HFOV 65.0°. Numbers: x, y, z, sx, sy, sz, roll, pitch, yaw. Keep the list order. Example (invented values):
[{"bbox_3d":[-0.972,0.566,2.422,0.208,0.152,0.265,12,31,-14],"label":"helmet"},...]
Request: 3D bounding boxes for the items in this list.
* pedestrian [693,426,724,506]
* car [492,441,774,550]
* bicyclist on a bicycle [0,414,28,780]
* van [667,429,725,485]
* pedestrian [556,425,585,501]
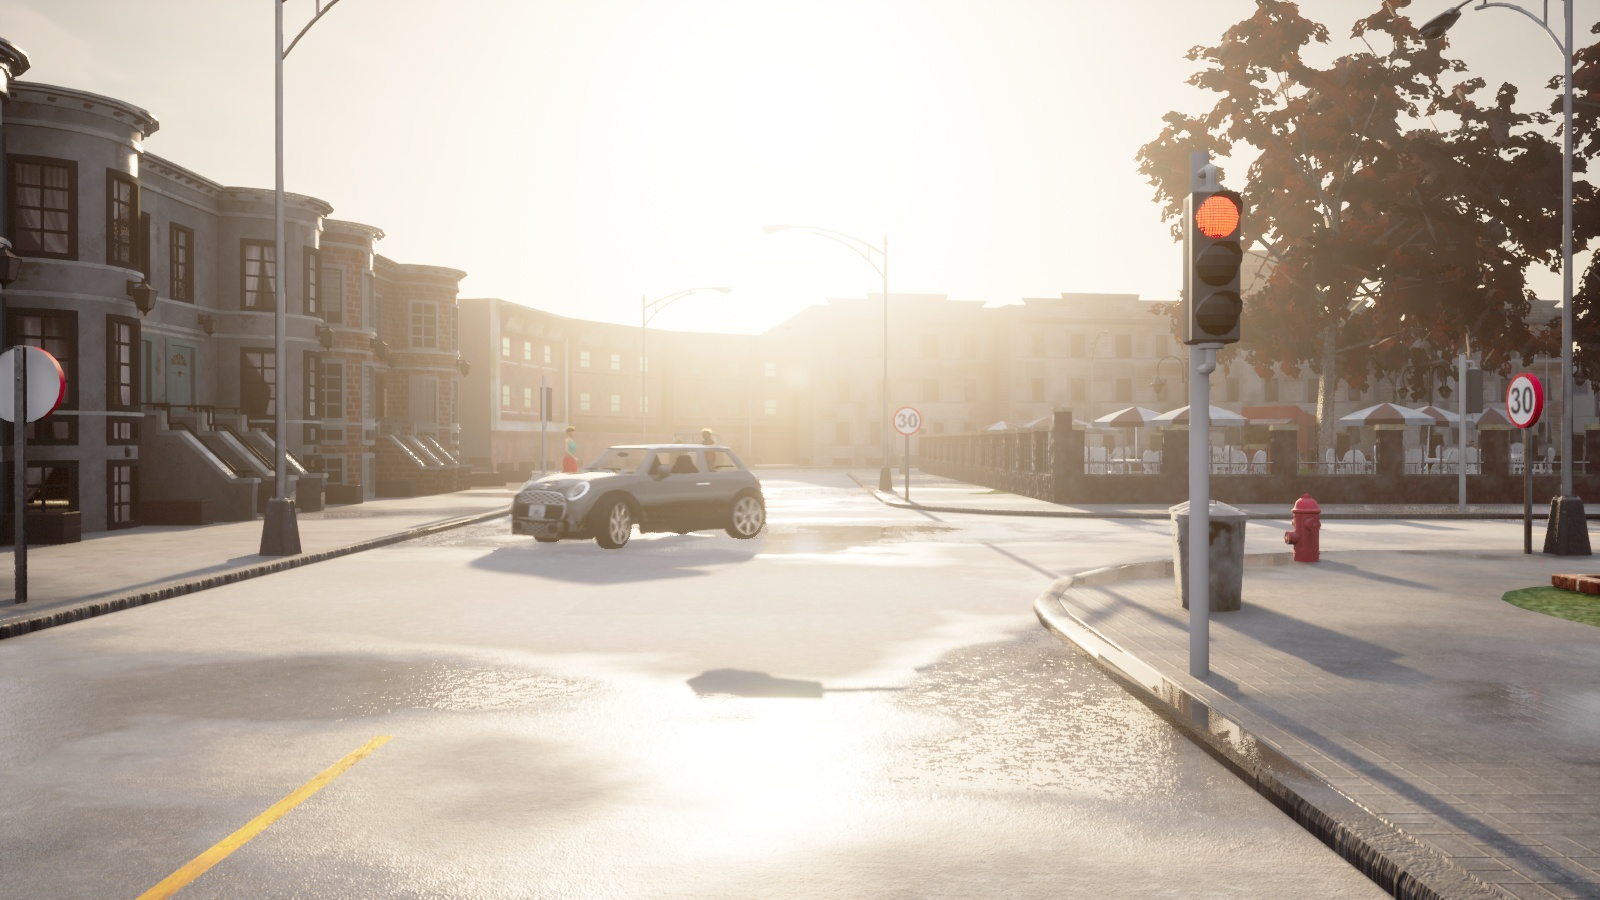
[{"bbox_3d":[-2.146,0.373,29.350,0.636,1.846,0.331,0,0,-33],"label":"pedestrian"},{"bbox_3d":[-2.440,0.603,18.940,1.970,1.475,3.806,0,0,44],"label":"car"},{"bbox_3d":[-3.963,0.652,4.984,0.866,1.612,1.509,0,0,0],"label":"bicyclist on a bicycle"},{"bbox_3d":[-3.846,0.230,47.095,1.775,1.987,4.442,0,0,0],"label":"van"},{"bbox_3d":[-5.621,0.315,30.767,0.594,1.836,0.345,0,0,22],"label":"pedestrian"}]
